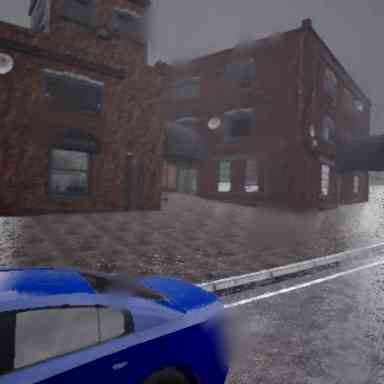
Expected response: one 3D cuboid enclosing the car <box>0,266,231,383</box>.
[{"bbox_3d":[-1.934,1.477,2.676,5.008,1.535,1.882,0,0,-36],"label":"car"}]
